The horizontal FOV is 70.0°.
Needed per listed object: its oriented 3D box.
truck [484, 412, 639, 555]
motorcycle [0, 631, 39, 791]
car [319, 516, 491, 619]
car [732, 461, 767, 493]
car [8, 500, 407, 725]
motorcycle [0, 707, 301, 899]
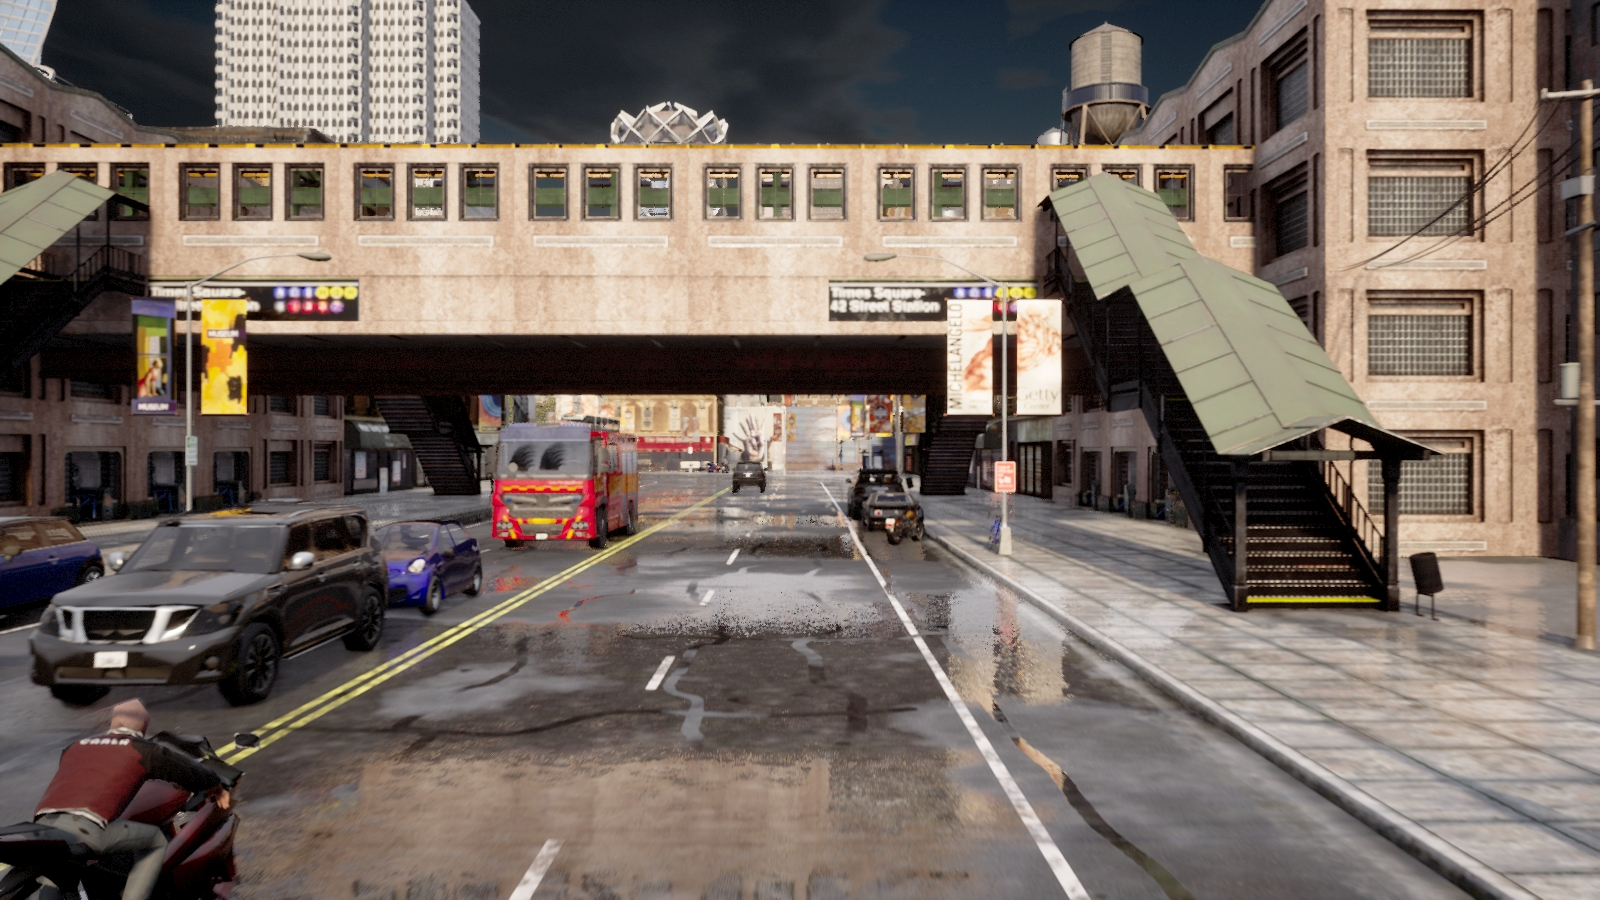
[{"bbox_3d":[-6.970,0.890,34.716,2.891,3.827,8.468,0,0,0],"label":"truck"},{"bbox_3d":[-7.001,2.182,8.971,0.856,1.236,1.805,0,0,0],"label":"motorcycle"},{"bbox_3d":[-6.999,2.038,20.627,1.845,1.501,3.633,0,0,0],"label":"car"},{"bbox_3d":[-3.396,1.780,77.437,2.150,2.045,5.566,0,0,0],"label":"car"},{"bbox_3d":[-7.004,1.780,14.433,2.150,2.045,5.566,0,0,0],"label":"car"},{"bbox_3d":[-3.500,2.205,5.912,0.867,1.251,2.209,0,0,0],"label":"motorcycle"}]
